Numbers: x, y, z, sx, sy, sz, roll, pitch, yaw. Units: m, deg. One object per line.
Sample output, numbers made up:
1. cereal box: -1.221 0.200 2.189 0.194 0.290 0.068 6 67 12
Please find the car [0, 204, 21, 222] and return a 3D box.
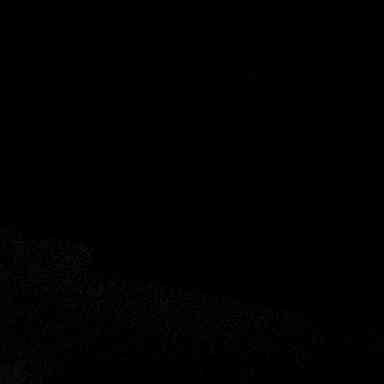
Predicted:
1. car: -14.448 1.606 24.756 1.812 1.442 4.674 0 0 36
